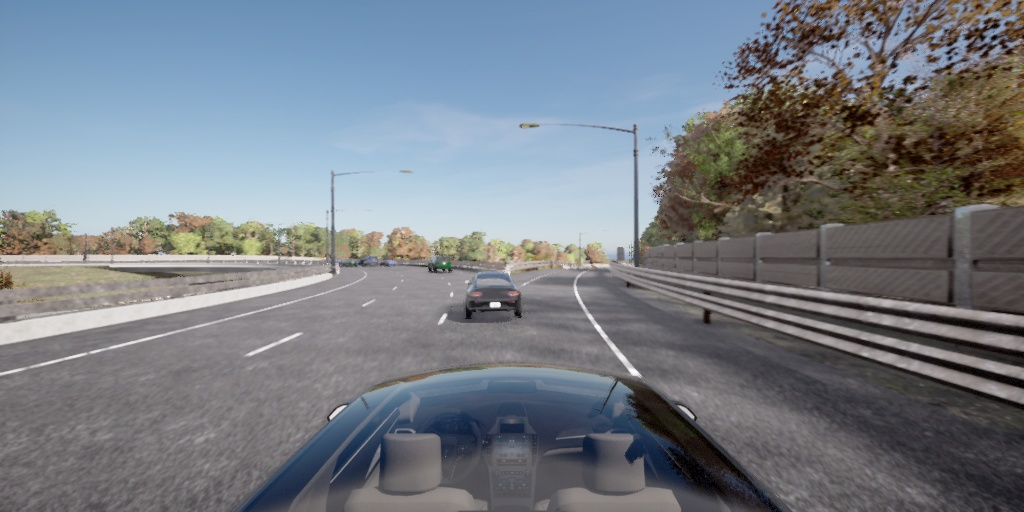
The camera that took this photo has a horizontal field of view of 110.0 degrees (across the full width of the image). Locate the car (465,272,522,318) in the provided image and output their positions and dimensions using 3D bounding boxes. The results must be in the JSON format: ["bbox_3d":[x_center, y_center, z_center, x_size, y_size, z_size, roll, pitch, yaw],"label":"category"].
[{"bbox_3d":[-0.724,1.293,12.954,1.812,1.442,4.674,0,0,-6],"label":"car"}]

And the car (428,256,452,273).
[{"bbox_3d":[-9.285,1.037,45.935,2.150,2.045,5.566,0,0,-24],"label":"car"}]
